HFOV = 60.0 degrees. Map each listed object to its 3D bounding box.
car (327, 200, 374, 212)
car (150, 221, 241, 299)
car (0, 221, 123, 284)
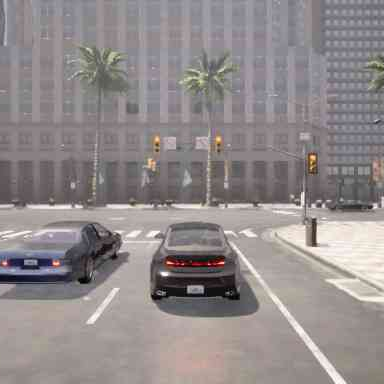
[{"bbox_3d":[18.215,1.601,38.483,4.718,1.301,1.895,0,0,0],"label":"car"},{"bbox_3d":[0.074,1.505,8.403,1.837,1.490,4.892,0,0,0],"label":"car"},{"bbox_3d":[-3.422,1.547,9.597,2.033,1.411,5.357,0,0,0],"label":"car"}]
